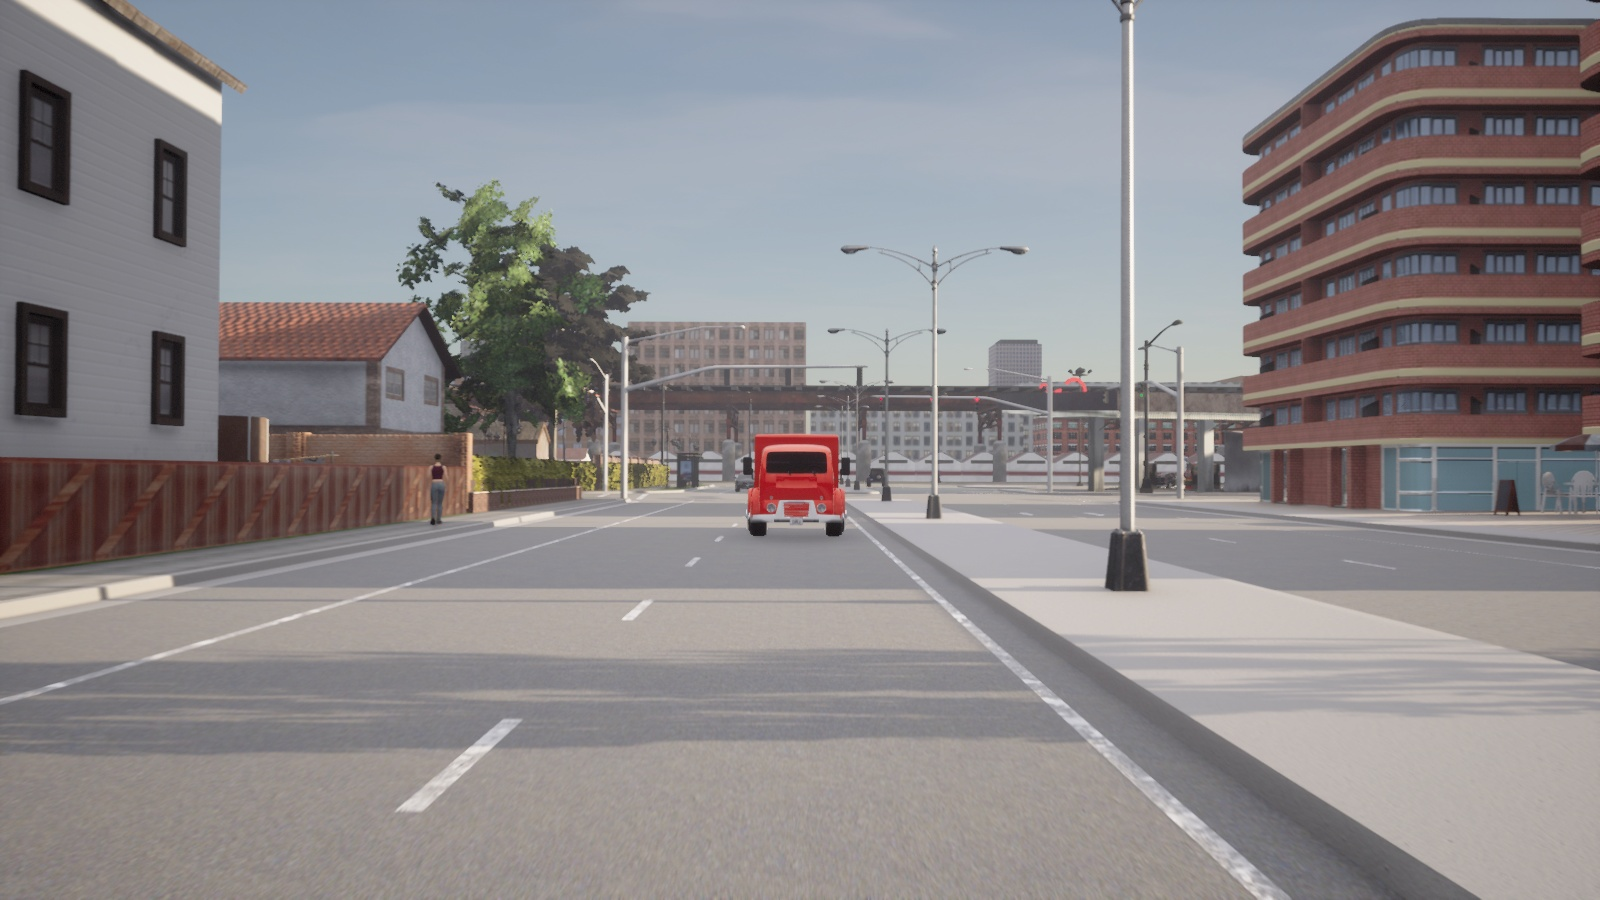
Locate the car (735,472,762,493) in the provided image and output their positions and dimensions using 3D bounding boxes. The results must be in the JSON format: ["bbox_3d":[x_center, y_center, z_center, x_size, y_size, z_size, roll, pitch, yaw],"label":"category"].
[{"bbox_3d":[-3.759,2.377,92.714,1.837,1.490,4.892,0,-1,-1],"label":"car"}]

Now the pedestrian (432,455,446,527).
[{"bbox_3d":[-9.289,1.044,32.286,0.345,1.836,0.594,0,-1,-16],"label":"pedestrian"}]

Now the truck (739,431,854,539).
[{"bbox_3d":[-0.083,0.851,31.419,2.627,2.467,5.204,0,-1,0],"label":"truck"}]
